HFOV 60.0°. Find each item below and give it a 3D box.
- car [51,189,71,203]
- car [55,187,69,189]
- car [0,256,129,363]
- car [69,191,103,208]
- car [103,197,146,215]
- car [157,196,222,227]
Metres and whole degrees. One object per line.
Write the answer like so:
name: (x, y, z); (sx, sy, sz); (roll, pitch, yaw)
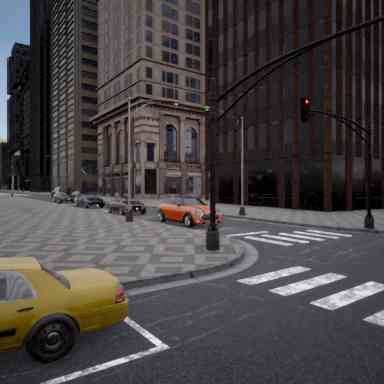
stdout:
car: (-16.670, 0.661, 43.144); (1.837, 1.490, 4.892); (0, 1, -36)
car: (-21.924, 0.132, 55.759); (2.150, 2.045, 5.566); (0, 1, -36)
car: (-3.261, 1.525, 4.323); (4.829, 1.417, 1.752); (0, 0, -35)
car: (-10.834, 0.892, 34.937); (2.033, 1.411, 5.357); (0, 1, -35)
car: (-5.412, 1.087, 27.353); (1.994, 1.385, 4.181); (0, 1, -36)
car: (-0.218, 1.049, 20.093); (2.097, 1.767, 4.553); (0, 1, -36)
